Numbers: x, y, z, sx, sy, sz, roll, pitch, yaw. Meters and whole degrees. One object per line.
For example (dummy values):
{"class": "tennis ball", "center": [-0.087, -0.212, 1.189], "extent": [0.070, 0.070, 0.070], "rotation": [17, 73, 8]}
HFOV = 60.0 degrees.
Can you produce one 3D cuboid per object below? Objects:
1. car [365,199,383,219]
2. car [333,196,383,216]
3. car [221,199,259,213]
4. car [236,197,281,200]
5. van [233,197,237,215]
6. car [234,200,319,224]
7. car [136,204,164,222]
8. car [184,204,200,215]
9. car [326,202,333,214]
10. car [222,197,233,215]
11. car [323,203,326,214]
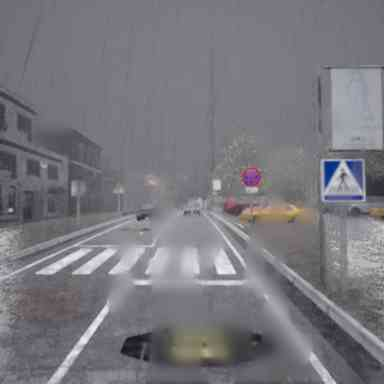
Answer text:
{"class": "car", "center": [18.680, 1.622, 29.308], "extent": [5.366, 1.575, 1.946], "rotation": [0, -1, 0]}
{"class": "car", "center": [18.418, 1.494, 35.027], "extent": [5.566, 2.045, 2.435], "rotation": [0, -2, -1]}
{"class": "car", "center": [6.112, 1.821, 42.494], "extent": [4.553, 1.767, 2.185], "rotation": [0, -2, -1]}
{"class": "car", "center": [6.274, 1.460, 27.316], "extent": [4.553, 1.767, 2.185], "rotation": [0, -1, 0]}
{"class": "van", "center": [6.333, 1.418, 30.356], "extent": [4.442, 1.987, 1.878], "rotation": [0, -1, 0]}
{"class": "car", "center": [6.082, 1.539, 24.395], "extent": [5.366, 1.575, 1.946], "rotation": [0, -1, 0]}
{"class": "car", "center": [-3.401, 1.670, 27.917], "extent": [2.033, 1.411, 5.357], "rotation": [0, -1, 0]}
{"class": "car", "center": [0.007, 2.060, 40.616], "extent": [1.895, 1.301, 4.718], "rotation": [0, -2, 0]}
{"class": "car", "center": [18.405, 1.820, 37.812], "extent": [4.892, 1.521, 2.231], "rotation": [0, -2, -1]}
{"class": "car", "center": [6.187, 1.530, 36.546], "extent": [5.566, 2.045, 2.435], "rotation": [0, -1, -1]}
{"class": "car", "center": [18.348, 1.641, 40.487], "extent": [5.566, 2.045, 2.435], "rotation": [0, -2, -1]}
